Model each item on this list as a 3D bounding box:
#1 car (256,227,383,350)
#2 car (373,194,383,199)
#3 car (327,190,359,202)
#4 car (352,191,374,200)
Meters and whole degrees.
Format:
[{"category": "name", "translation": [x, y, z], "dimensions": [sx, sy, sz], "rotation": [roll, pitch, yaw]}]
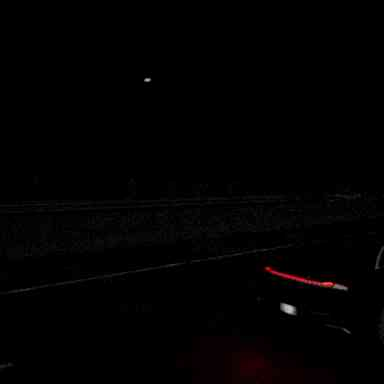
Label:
[{"category": "car", "translation": [3.329, 1.408, 6.121], "dimensions": [4.902, 1.511, 2.128], "rotation": [-1, 1, -35]}, {"category": "car", "translation": [22.669, 1.088, 37.328], "dimensions": [4.181, 1.385, 1.994], "rotation": [-1, 0, -35]}, {"category": "car", "translation": [20.336, 0.721, 44.250], "dimensions": [5.566, 2.045, 2.150], "rotation": [-1, 0, -35]}, {"category": "car", "translation": [22.507, 1.004, 41.503], "dimensions": [4.892, 1.490, 1.837], "rotation": [-1, 0, -35]}]
